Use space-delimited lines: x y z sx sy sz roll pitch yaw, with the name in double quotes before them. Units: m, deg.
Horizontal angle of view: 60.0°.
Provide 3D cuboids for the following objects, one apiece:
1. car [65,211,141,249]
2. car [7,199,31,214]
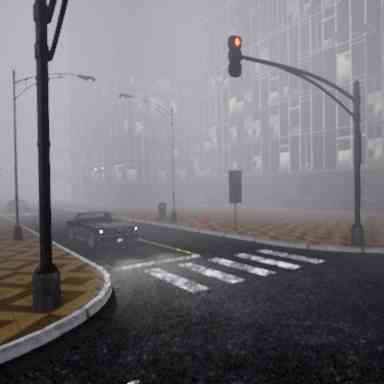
"car" -4.072 1.556 14.752 1.895 1.301 4.718 -1 1 -35
"car" -18.592 1.479 35.550 2.033 1.411 5.357 -1 1 -35
